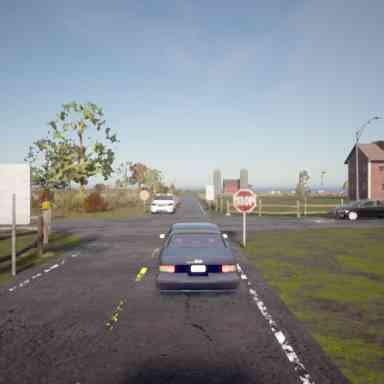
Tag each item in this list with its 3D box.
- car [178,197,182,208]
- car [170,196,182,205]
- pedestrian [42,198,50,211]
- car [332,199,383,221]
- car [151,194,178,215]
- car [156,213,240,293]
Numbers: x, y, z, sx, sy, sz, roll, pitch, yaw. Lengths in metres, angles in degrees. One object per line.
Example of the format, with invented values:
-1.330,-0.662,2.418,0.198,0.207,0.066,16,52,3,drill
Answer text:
-2.877,1.341,45.903,2.097,1.767,4.553,0,0,0,car
-2.839,1.511,58.891,1.812,1.442,4.674,0,0,1,car
-12.183,1.407,27.790,0.375,1.860,0.375,0,1,0,pedestrian
12.941,1.281,24.592,4.892,1.490,1.837,-1,0,0,car
-2.872,1.212,34.232,2.150,2.045,5.566,0,0,0,car
0.067,1.545,9.001,2.033,1.411,5.357,0,0,-1,car
